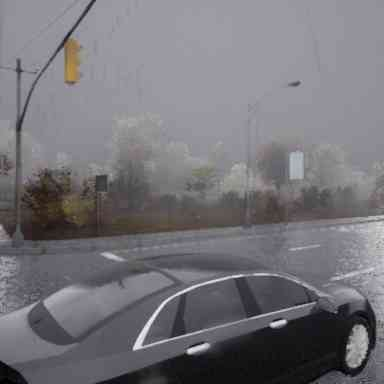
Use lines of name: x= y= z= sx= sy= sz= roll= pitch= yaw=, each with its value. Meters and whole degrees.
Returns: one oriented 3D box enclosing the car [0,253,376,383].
car: x=0.315 y=1.513 z=3.974 sx=4.892 sy=1.490 sz=1.837 roll=0 pitch=0 yaw=-36
